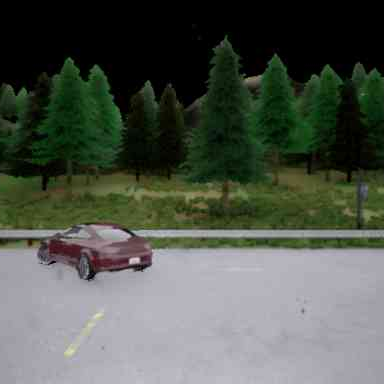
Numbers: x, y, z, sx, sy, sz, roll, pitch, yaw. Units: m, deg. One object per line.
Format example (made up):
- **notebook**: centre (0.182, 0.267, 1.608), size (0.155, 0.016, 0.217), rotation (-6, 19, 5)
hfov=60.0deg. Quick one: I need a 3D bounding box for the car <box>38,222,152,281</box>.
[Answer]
- **car**: centre (-3.076, 1.655, 10.325), size (1.812, 1.442, 4.674), rotation (2, -2, -43)
